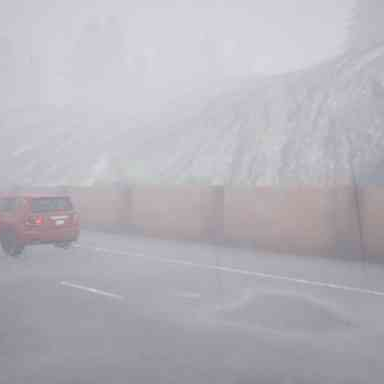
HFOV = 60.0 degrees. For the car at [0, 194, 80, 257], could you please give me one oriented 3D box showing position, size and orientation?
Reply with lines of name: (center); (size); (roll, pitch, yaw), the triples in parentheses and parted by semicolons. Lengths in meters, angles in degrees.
car: (-6.612, 1.078, 12.549); (5.566, 2.045, 2.150); (1, 0, 34)
